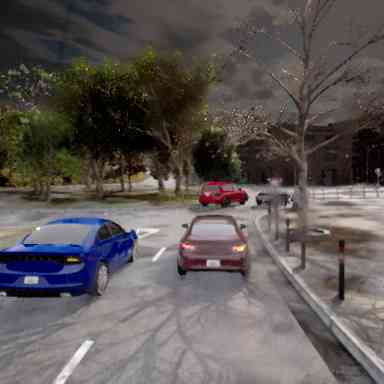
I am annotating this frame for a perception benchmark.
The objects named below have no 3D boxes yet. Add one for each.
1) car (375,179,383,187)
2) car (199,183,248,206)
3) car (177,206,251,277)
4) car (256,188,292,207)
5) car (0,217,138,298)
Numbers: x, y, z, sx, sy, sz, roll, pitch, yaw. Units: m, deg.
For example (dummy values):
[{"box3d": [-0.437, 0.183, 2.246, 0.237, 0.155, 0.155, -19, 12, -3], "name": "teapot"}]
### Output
[{"box3d": [35.730, -1.842, 60.671, 2.185, 1.767, 4.553, -1, 4, -15], "name": "car"}, {"box3d": [2.791, 0.197, 28.764, 2.150, 2.045, 5.566, 2, 4, 35], "name": "car"}, {"box3d": [0.640, 1.386, 9.750, 1.812, 1.442, 4.674, 0, 1, 4], "name": "car"}, {"box3d": [7.352, 0.416, 29.591, 2.128, 1.511, 4.902, 3, 4, 35], "name": "car"}, {"box3d": [-2.707, 1.361, 8.377, 1.882, 1.535, 5.008, 0, 1, 3], "name": "car"}]
